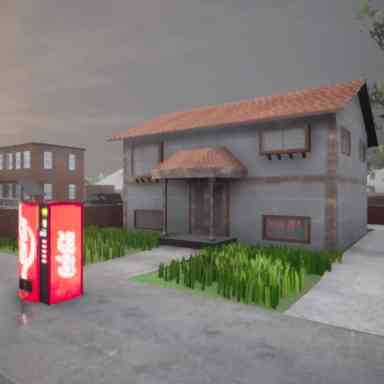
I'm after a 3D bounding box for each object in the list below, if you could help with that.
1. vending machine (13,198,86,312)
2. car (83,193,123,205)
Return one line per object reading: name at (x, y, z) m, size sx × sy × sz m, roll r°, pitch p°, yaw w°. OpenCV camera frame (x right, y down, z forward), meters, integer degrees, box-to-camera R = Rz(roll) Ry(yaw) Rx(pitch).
vending machine at (-2.939, 1.195, 6.924) m, size 0.880 × 2.100 × 1.100 m, roll 0°, pitch 0°, yaw 35°
car at (-6.422, 0.973, 23.158) m, size 3.866 × 1.878 × 1.905 m, roll 0°, pitch 0°, yaw 35°
